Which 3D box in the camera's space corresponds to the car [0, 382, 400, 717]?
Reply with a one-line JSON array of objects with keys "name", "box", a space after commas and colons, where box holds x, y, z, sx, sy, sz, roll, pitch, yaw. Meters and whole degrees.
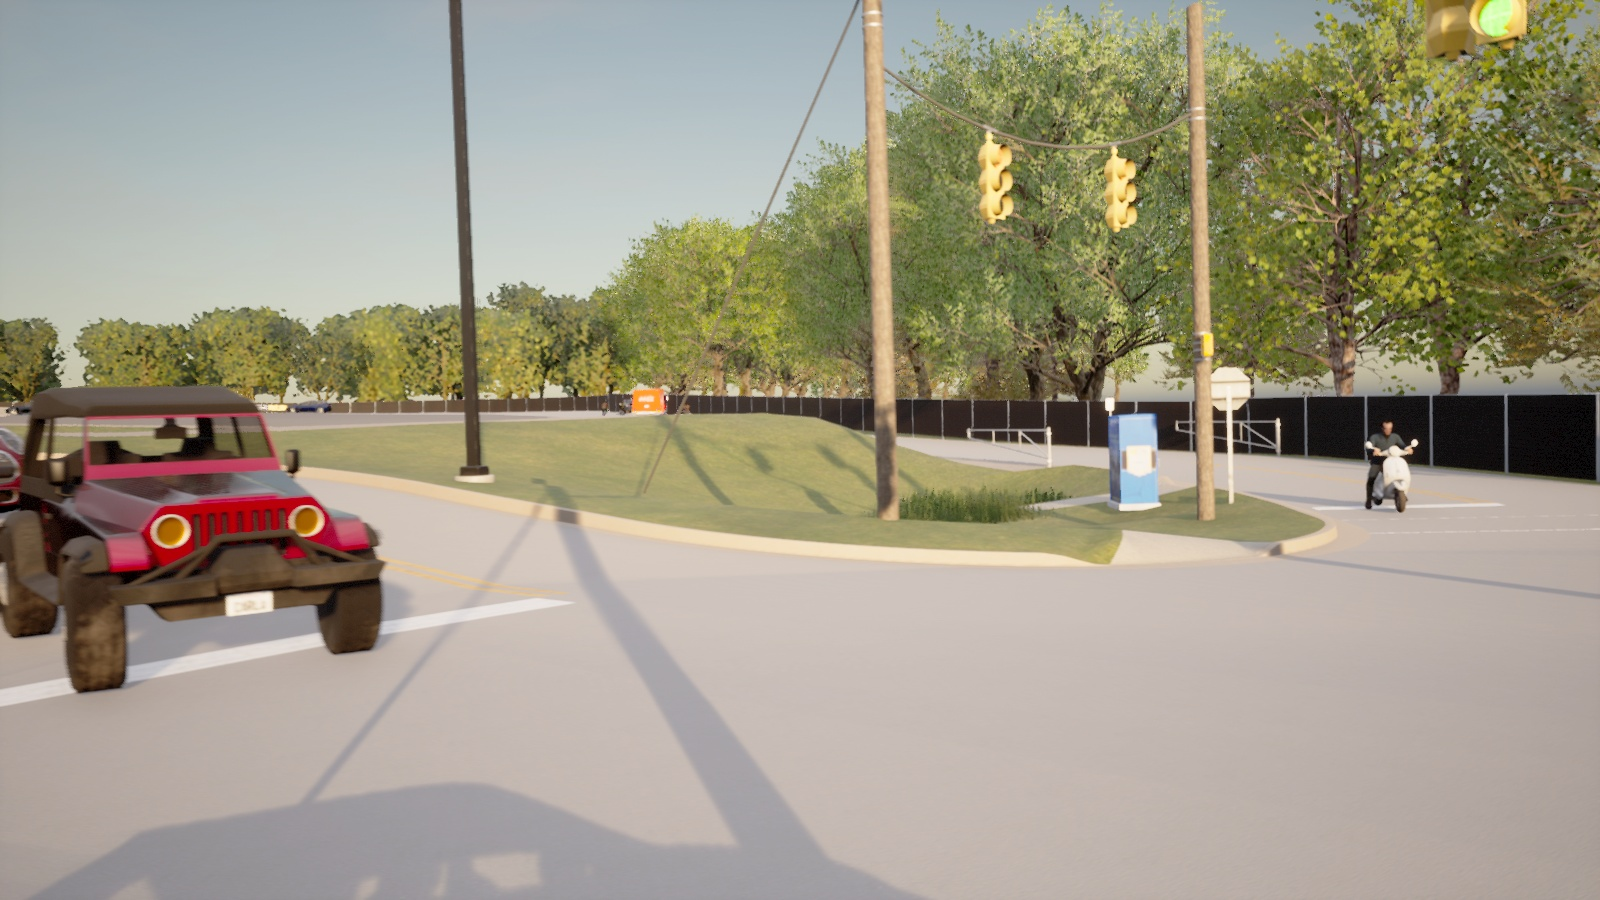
[{"name": "car", "box": [-4.663, 0.483, 9.171, 1.905, 1.878, 3.866, -3, 4, -40]}]

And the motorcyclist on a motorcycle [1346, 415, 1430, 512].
[{"name": "motorcyclist on a motorcycle", "box": [10.482, 0.215, 22.446, 0.866, 1.590, 1.817, -2, 3, 9]}]

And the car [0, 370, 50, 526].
[{"name": "car", "box": [-11.332, -0.084, 14.962, 4.553, 1.767, 2.097, 3, 4, 30]}]
